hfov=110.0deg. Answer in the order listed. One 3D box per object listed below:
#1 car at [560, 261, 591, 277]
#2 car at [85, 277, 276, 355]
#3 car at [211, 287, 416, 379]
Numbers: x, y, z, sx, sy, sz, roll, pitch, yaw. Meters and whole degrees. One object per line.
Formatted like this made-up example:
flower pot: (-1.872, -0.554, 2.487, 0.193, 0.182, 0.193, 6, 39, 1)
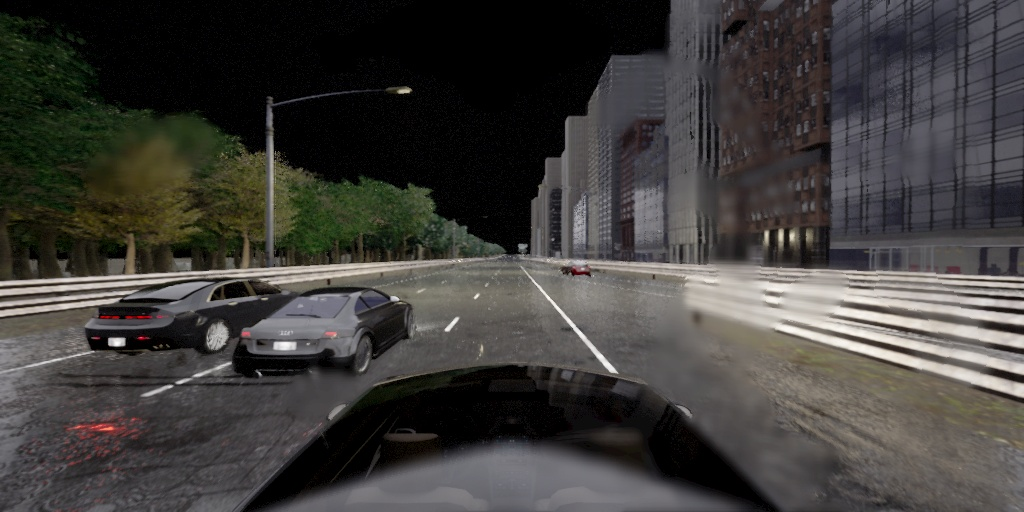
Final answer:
car: (6.350, 1.284, 36.177, 2.163, 1.488, 4.792, 0, 0, -9)
car: (-6.899, 1.257, 8.683, 1.837, 1.490, 4.892, 0, 0, 0)
car: (-3.400, 1.316, 7.373, 1.994, 1.385, 4.181, 0, 0, 0)
